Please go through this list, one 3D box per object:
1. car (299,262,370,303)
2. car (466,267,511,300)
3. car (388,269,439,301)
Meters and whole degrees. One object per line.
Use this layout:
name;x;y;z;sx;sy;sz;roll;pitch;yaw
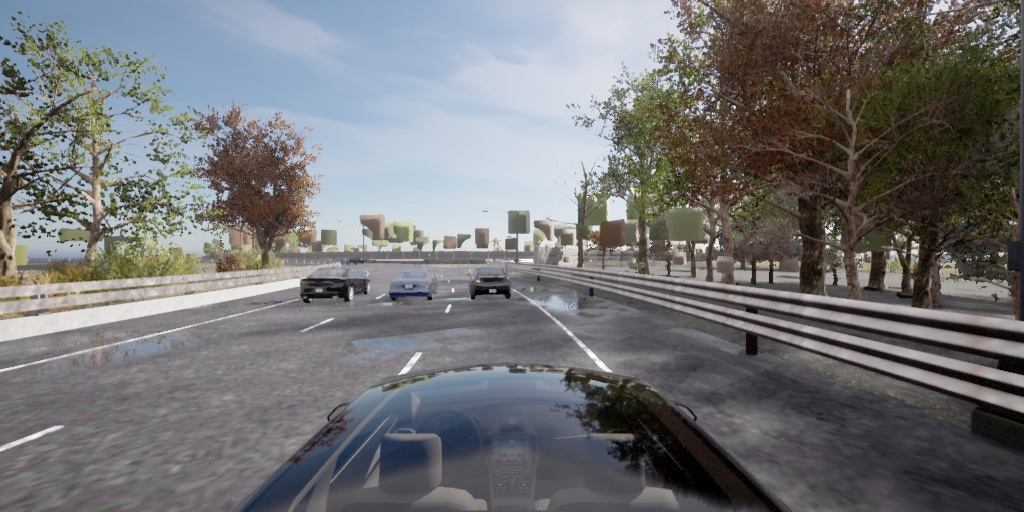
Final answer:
car;-8.108;1.233;16.865;1.882;1.535;5.008;0;0;-8
car;-1.180;1.264;17.868;1.837;1.490;4.892;0;0;-8
car;-4.644;1.311;17.367;2.033;1.411;5.357;0;0;-8
